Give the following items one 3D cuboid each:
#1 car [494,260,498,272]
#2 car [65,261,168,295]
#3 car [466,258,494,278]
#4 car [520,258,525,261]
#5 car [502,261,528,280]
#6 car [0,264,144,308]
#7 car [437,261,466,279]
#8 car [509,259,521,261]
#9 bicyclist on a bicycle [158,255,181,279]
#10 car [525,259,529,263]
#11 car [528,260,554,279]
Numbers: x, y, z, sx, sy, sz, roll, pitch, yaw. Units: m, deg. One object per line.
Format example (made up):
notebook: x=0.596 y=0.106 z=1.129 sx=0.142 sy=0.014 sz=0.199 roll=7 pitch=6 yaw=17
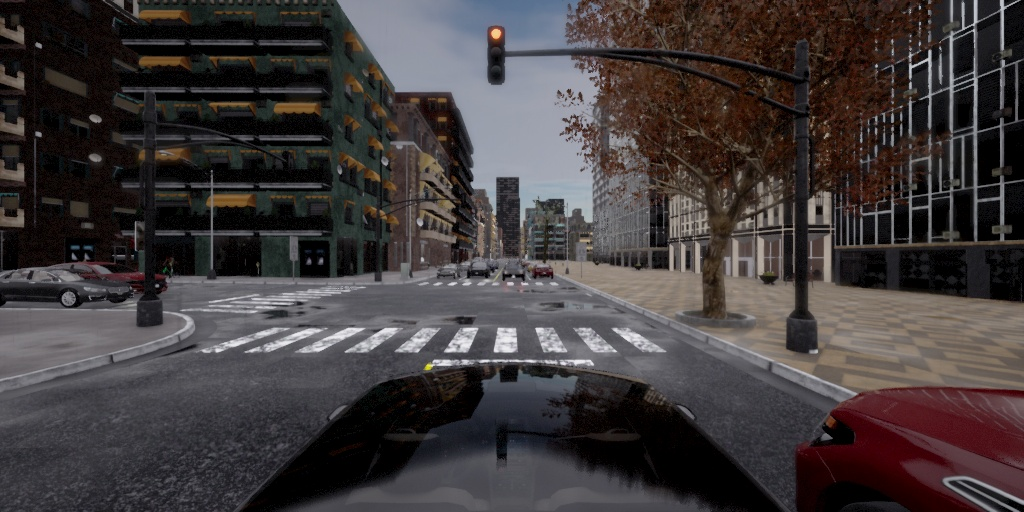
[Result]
car: x=-3.025 y=1.373 z=43.700 sx=1.895 sy=1.301 sz=4.718 roll=0 pitch=0 yaw=0
car: x=-17.954 y=1.000 z=15.567 sx=5.008 sy=1.535 sz=1.882 roll=1 pitch=0 yaw=0
car: x=-3.051 y=1.240 z=33.676 sx=1.882 sy=1.535 sz=5.008 roll=0 pitch=0 yaw=0
car: x=2.769 y=1.374 z=60.043 sx=1.802 sy=1.307 sz=4.207 roll=0 pitch=0 yaw=0
car: x=0.138 y=1.362 z=31.369 sx=1.895 sy=1.301 sz=4.718 roll=0 pitch=0 yaw=0
car: x=-16.420 y=1.091 z=12.991 sx=4.403 sy=1.370 sz=2.007 roll=0 pitch=0 yaw=0
car: x=-5.648 y=1.312 z=32.392 sx=2.007 sy=1.370 sz=4.403 roll=0 pitch=0 yaw=0
car: x=0.179 y=1.285 z=60.654 sx=2.128 sy=1.511 sz=4.902 roll=0 pitch=0 yaw=0
bicyclist on a bicycle: x=-23.138 y=0.761 z=24.260 sx=0.582 sy=1.620 sz=1.656 roll=1 pitch=0 yaw=-1
car: x=2.747 y=1.297 z=43.616 sx=1.751 sy=1.417 sz=4.829 roll=0 pitch=0 yaw=0
car: x=2.732 y=1.307 z=32.381 sx=1.888 sy=1.381 sz=4.507 roll=0 pitch=0 yaw=0
